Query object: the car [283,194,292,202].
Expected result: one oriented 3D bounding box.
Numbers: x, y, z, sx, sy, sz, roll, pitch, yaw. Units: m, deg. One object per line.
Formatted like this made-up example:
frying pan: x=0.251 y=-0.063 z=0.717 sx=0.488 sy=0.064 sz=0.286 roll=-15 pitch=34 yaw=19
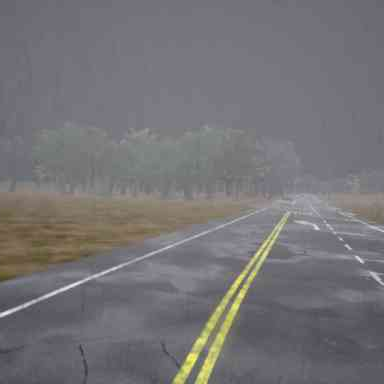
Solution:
car: x=25.728 y=1.464 z=89.248 sx=2.150 sy=2.045 sz=5.566 roll=3 pitch=1 yaw=18
